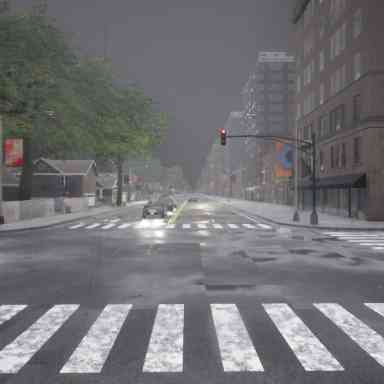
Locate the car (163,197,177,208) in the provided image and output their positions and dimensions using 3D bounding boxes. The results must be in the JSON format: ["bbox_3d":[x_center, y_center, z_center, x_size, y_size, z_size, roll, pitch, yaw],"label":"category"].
[{"bbox_3d":[-3.251,1.554,49.822,1.812,1.442,4.674,0,0,0],"label":"car"}]

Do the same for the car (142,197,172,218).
[{"bbox_3d":[-3.294,1.504,30.130,2.128,1.511,4.902,0,0,0],"label":"car"}]

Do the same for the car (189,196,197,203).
[{"bbox_3d":[0.215,1.546,70.259,2.128,1.511,4.902,0,0,0],"label":"car"}]

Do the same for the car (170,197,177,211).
[{"bbox_3d":[-3.275,1.372,39.865,2.097,1.767,4.553,0,0,0],"label":"car"}]
